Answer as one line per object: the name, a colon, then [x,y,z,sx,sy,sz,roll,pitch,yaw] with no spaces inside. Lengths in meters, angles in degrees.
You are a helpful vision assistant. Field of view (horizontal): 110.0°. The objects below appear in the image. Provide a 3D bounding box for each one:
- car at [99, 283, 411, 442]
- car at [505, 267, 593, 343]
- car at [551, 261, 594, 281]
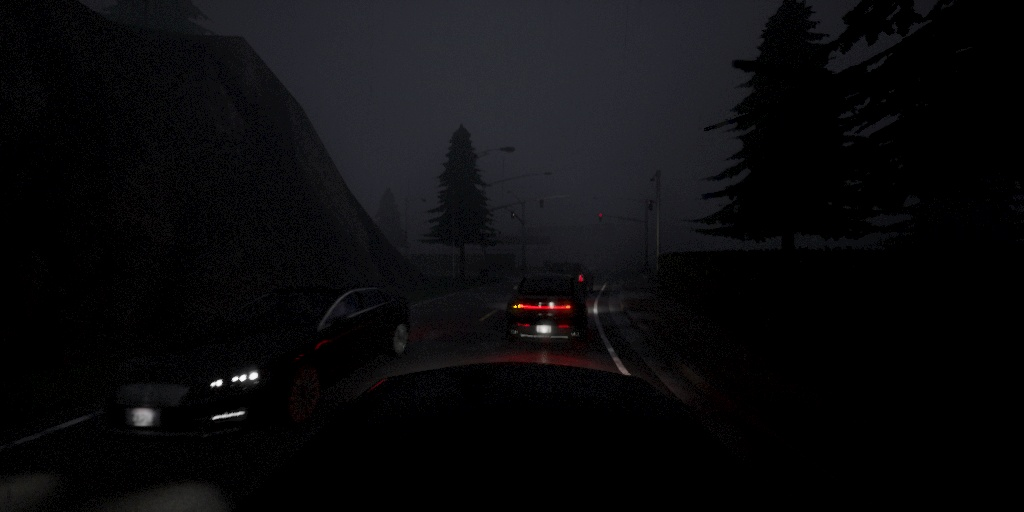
car: [-3.215,1.227,5.778,2.128,1.511,4.902,0,0,5]
car: [1.018,1.227,9.660,1.837,1.490,4.892,0,0,9]
car: [3.017,1.043,18.581,2.097,1.767,4.553,0,0,17]
